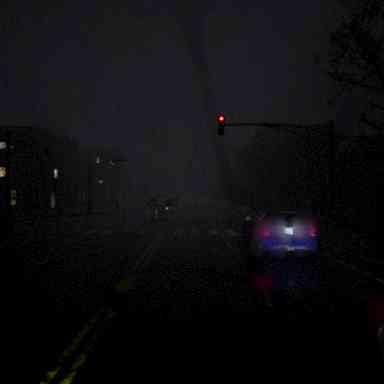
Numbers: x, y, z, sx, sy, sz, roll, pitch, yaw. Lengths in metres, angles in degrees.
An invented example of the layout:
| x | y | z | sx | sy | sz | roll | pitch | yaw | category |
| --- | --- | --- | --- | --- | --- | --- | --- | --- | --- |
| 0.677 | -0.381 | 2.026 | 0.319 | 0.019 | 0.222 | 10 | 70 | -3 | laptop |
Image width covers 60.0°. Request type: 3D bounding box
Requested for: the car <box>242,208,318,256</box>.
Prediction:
| x | y | z | sx | sy | sz | roll | pitch | yaw | category |
| --- | --- | --- | --- | --- | --- | --- | --- | --- | --- |
| 3.345 | 1.412 | 13.537 | 2.097 | 1.767 | 4.553 | 0 | 0 | 0 | car |

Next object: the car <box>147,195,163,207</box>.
| x | y | z | sx | sy | sz | roll | pitch | yaw | category |
| --- | --- | --- | --- | --- | --- | --- | --- | --- | --- |
| -6.644 | 1.781 | 57.448 | 1.812 | 1.442 | 4.674 | 0 | 0 | 0 | car |

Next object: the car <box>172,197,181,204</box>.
| x | y | z | sx | sy | sz | roll | pitch | yaw | category |
| --- | --- | --- | --- | --- | --- | --- | --- | --- | --- |
| -3.401 | 1.824 | 72.898 | 1.837 | 1.490 | 4.892 | 0 | 0 | 0 | car |

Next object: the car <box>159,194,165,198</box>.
| x | y | z | sx | sy | sz | roll | pitch | yaw | category |
| --- | --- | --- | --- | --- | --- | --- | --- | --- | --- |
| -6.650 | 1.549 | 72.831 | 2.150 | 2.045 | 5.566 | 0 | 0 | 0 | car |

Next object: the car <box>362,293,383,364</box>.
| x | y | z | sx | sy | sz | roll | pitch | yaw | category |
| --- | --- | --- | --- | --- | --- | --- | --- | --- | --- |
| 3.350 | 1.612 | 2.601 | 1.895 | 1.301 | 4.718 | 0 | 0 | 0 | car |

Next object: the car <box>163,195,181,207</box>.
| x | y | z | sx | sy | sz | roll | pitch | yaw | category |
| --- | --- | --- | --- | --- | --- | --- | --- | --- | --- |
| -3.397 | 1.733 | 57.554 | 1.882 | 1.535 | 5.008 | 0 | 0 | 0 | car |
